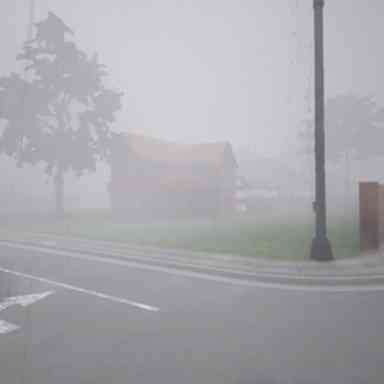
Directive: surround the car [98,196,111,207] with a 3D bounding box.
[{"bbox_3d":[-14.920,1.718,62.202,2.150,2.045,5.566,-1,-1,34],"label":"car"}]
